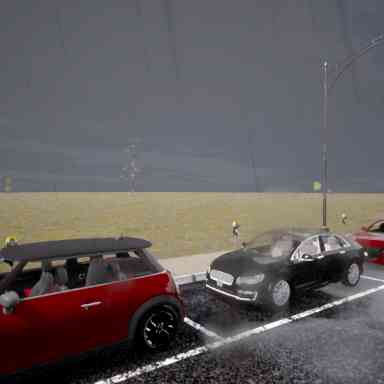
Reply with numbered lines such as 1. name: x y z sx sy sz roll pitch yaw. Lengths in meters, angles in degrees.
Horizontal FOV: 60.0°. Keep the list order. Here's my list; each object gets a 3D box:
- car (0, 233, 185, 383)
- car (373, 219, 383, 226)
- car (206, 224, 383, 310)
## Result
1. car: -2.186 1.440 4.528 4.097 1.590 1.967 0 1 -36
2. car: 6.821 1.548 10.969 4.507 1.381 1.887 0 1 -36
3. car: 2.317 1.552 7.749 4.403 1.369 2.008 0 1 -36
